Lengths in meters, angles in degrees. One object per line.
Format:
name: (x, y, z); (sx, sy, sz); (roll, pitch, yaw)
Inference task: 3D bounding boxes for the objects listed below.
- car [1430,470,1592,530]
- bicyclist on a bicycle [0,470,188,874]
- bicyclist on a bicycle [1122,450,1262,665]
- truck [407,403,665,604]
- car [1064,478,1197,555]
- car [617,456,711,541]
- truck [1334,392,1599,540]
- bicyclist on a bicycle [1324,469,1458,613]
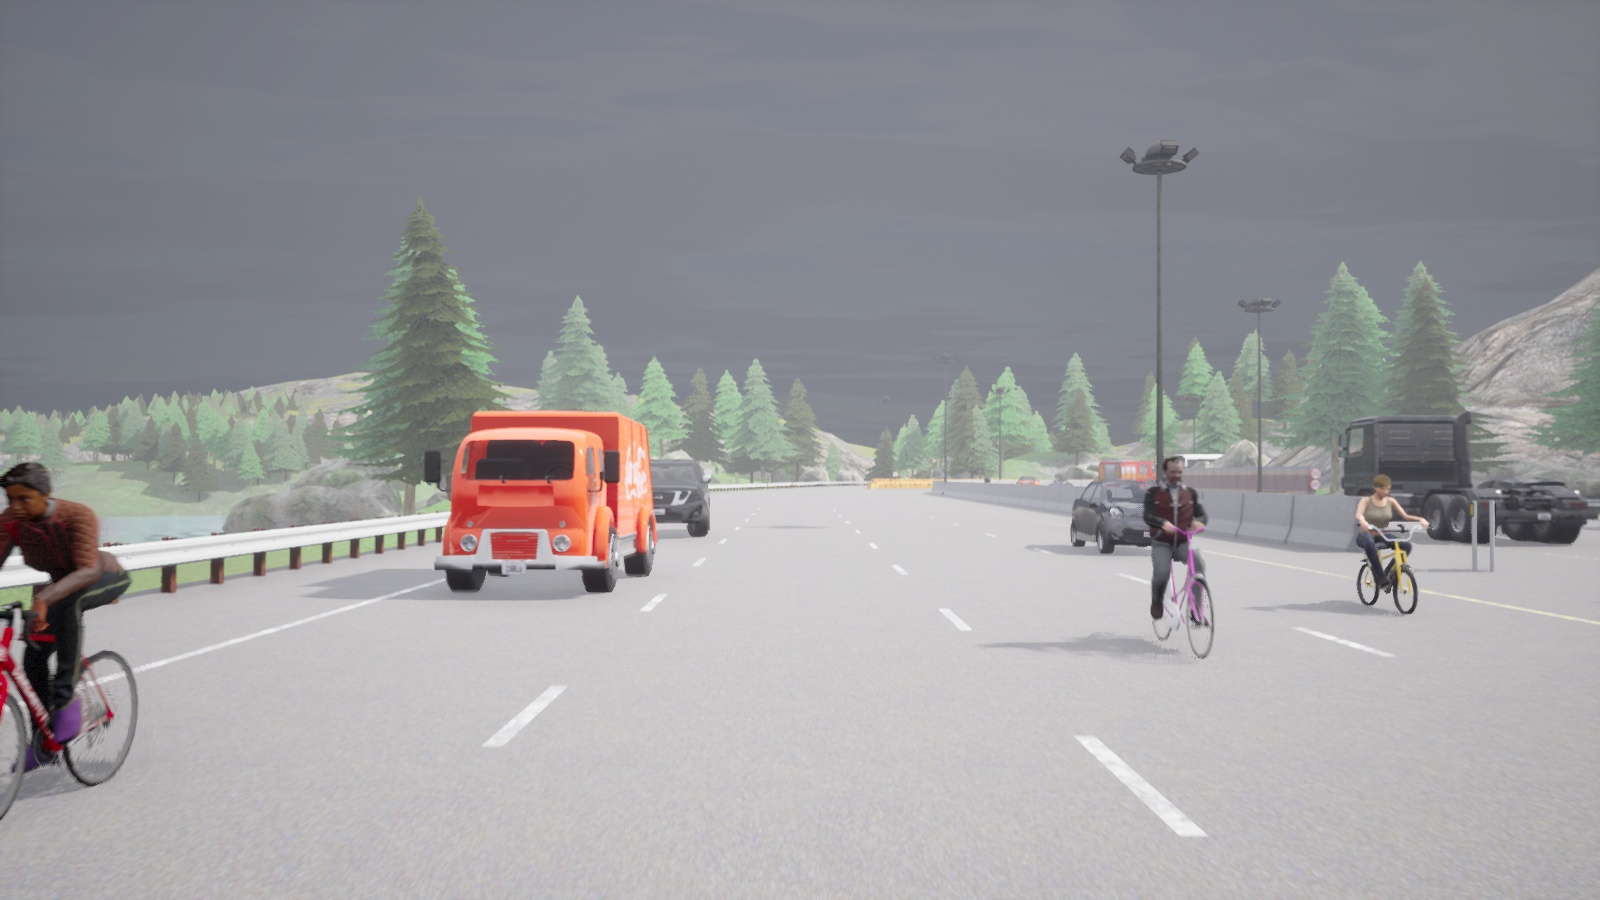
car: (20.903, 1.431, 37.197); (2.033, 1.649, 4.856); (0, -1, 0)
bicyclist on a bicycle: (-3.516, 0.907, 5.791); (0.582, 1.620, 1.656); (0, -1, 0)
bicyclist on a bicycle: (3.470, 0.909, 11.296); (0.659, 1.776, 1.843); (0, -1, 0)
truck: (-3.548, 0.724, 18.141); (2.627, 2.467, 5.204); (0, -1, 0)
car: (6.931, 1.355, 26.681); (1.845, 1.501, 3.633); (0, -1, 0)
car: (-3.529, 1.243, 33.526); (2.150, 2.045, 5.566); (-1, -1, -3)
truck: (17.409, 0.456, 33.488); (2.891, 3.462, 7.936); (0, -1, 0)
bicyclist on a bicycle: (6.965, 1.035, 14.884); (0.866, 1.612, 1.509); (0, -1, 0)
